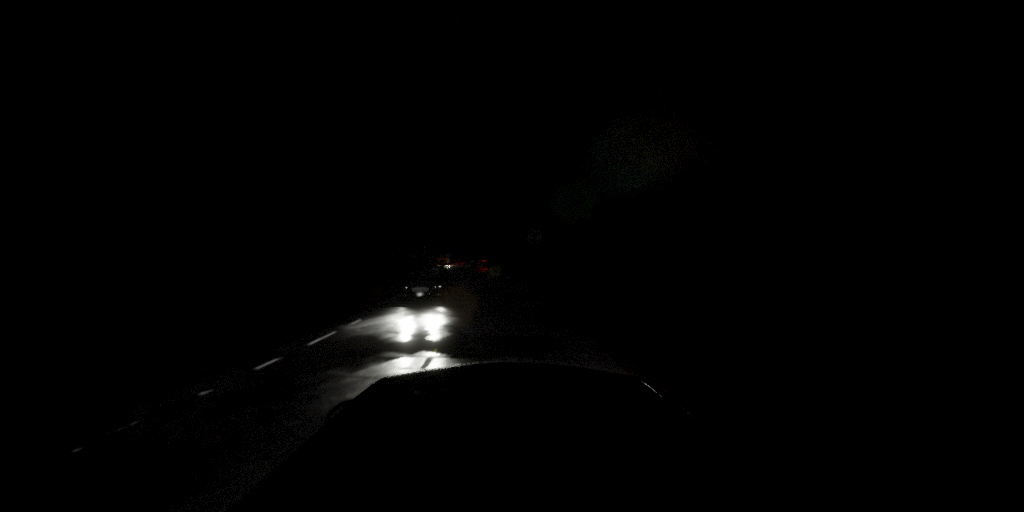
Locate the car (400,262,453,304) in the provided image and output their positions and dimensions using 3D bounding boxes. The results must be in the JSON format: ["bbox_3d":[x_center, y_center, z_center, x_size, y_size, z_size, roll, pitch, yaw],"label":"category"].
[{"bbox_3d":[-3.754,1.206,16.304,2.128,1.511,4.902,-1,0,-5],"label":"car"}]

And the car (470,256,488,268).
[{"bbox_3d":[-4.326,0.735,47.317,1.837,1.490,4.892,-2,1,-13],"label":"car"}]

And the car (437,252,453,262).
[{"bbox_3d":[-10.998,0.581,57.180,1.882,1.535,5.008,-1,2,-14],"label":"car"}]
